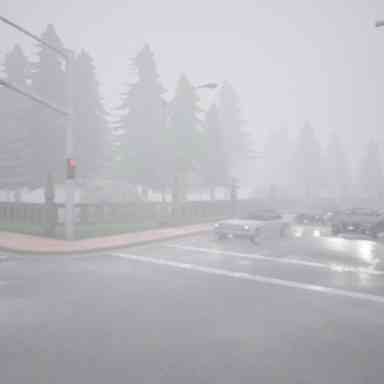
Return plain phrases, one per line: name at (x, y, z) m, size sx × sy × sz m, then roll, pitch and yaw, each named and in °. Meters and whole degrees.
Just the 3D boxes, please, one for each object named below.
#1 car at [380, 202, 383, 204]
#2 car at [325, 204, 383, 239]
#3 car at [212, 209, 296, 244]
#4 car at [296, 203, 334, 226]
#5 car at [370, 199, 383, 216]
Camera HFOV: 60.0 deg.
car at (15.521, 1.541, 24.605) m, size 4.718 × 1.301 × 1.895 m, roll 0°, pitch 0°, yaw -40°
car at (8.650, 1.499, 17.095) m, size 1.994 × 1.385 × 4.181 m, roll 1°, pitch 0°, yaw 39°
car at (2.918, 1.501, 15.499) m, size 1.895 × 1.301 × 4.718 m, roll 1°, pitch 0°, yaw 38°
car at (8.957, 1.447, 23.025) m, size 2.033 × 1.411 × 5.357 m, roll 1°, pitch 0°, yaw 41°
car at (19.173, 1.430, 31.337) m, size 4.892 × 1.490 × 1.837 m, roll 0°, pitch 0°, yaw -29°
